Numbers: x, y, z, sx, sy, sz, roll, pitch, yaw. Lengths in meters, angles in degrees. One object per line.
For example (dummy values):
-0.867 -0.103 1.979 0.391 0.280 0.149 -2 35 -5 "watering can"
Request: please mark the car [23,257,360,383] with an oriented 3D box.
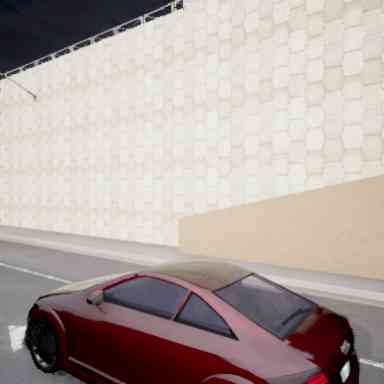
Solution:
-0.243 1.556 4.165 4.181 1.385 1.994 0 0 35 "car"
